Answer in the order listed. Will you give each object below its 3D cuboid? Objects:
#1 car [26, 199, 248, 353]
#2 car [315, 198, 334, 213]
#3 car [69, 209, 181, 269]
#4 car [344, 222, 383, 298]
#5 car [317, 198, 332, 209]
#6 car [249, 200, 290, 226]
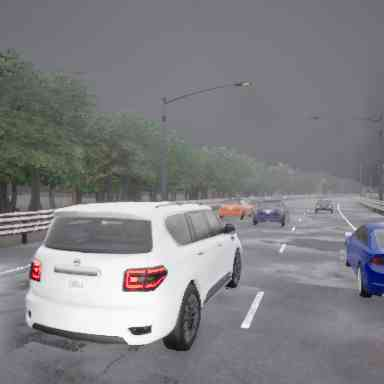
[{"bbox_3d":[-0.511,1.215,6.504,2.150,2.045,5.566,0,-1,19],"label":"car"},{"bbox_3d":[14.696,1.553,36.939,2.033,1.411,5.357,0,0,22],"label":"car"},{"bbox_3d":[-2.152,1.505,12.361,1.837,1.490,4.892,0,0,20],"label":"car"},{"bbox_3d":[4.968,1.478,8.208,1.882,1.535,5.008,0,0,19],"label":"car"},{"bbox_3d":[18.594,1.539,46.536,1.812,1.442,4.674,0,0,24],"label":"car"},{"bbox_3d":[5.719,1.351,23.620,2.097,1.767,4.553,0,0,21],"label":"car"}]
